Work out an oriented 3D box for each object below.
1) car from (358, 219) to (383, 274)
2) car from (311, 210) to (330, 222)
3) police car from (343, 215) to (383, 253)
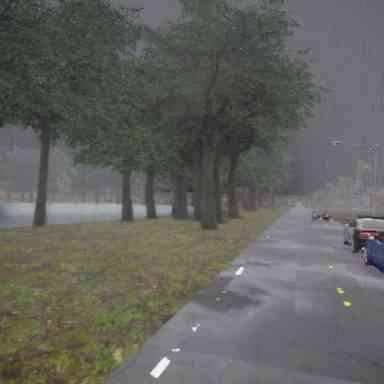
[{"bbox_3d":[6.684,1.862,10.212,1.882,1.535,5.008,2,-1,18],"label":"car"},{"bbox_3d":[15.172,2.751,39.401,1.895,1.301,4.718,2,-1,18],"label":"car"},{"bbox_3d":[8.544,1.957,16.032,1.930,1.638,5.238,2,-1,18],"label":"police car"}]
